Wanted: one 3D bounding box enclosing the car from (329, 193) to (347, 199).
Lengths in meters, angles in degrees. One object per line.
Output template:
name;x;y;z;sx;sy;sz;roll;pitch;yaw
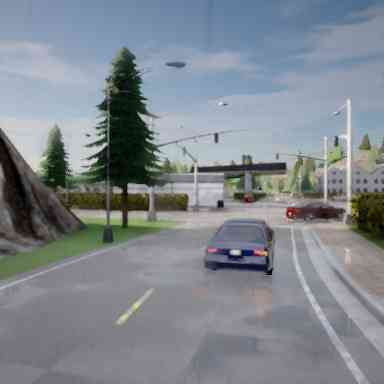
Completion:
car;33.883;1.472;77.423;3.806;1.475;1.970;0;0;16

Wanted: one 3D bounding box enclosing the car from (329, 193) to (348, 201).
car;35.371;1.192;80.459;3.866;1.878;1.905;0;0;16

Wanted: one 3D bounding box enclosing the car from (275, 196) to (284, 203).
car;17.866;1.568;67.613;1.812;1.442;4.674;0;0;16

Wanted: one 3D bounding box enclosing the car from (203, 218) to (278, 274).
car;1.712;1.558;10.727;2.033;1.411;5.357;0;0;15

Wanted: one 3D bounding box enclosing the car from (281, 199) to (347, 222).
car;9.902;1.513;26.189;5.008;1.535;1.882;0;-2;-17
